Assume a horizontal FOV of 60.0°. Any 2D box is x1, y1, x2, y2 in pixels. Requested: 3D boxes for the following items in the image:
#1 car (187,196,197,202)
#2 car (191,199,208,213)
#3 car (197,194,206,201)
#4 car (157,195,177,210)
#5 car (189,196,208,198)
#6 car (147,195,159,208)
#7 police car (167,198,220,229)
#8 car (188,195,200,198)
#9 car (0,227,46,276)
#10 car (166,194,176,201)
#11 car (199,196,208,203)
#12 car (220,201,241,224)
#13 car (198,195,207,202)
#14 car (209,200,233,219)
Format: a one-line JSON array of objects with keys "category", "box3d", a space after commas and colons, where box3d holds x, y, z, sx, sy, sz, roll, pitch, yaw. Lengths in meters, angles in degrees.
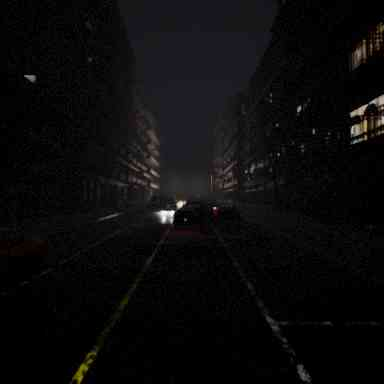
[{"category": "car", "box3d": [-0.011, 1.486, 72.280, 1.994, 1.385, 4.181, 0, 0, 0]}, {"category": "car", "box3d": [0.820, 1.525, 37.562, 1.812, 1.442, 4.674, 0, 0, 0]}, {"category": "car", "box3d": [2.541, 1.437, 91.261, 2.192, 1.841, 5.009, 1, 0, 0]}, {"category": "car", "box3d": [-2.848, 1.496, 42.355, 2.128, 1.511, 4.902, 0, 0, 0]}, {"category": "car", "box3d": [0.820, 1.471, 31.559, 1.882, 1.535, 5.008, 0, 0, 0]}, {"category": "car", "box3d": [-5.303, 1.537, 46.906, 1.752, 1.417, 4.829, 2, 0, 0]}, {"category": "police car", "box3d": [0.272, 1.415, 21.940, 1.930, 1.638, 5.238, 0, 0, 15]}, {"category": "car", "box3d": [-0.009, 1.628, 57.303, 1.895, 1.301, 4.718, 0, 0, 0]}, {"category": "car", "box3d": [-5.295, 1.519, 8.198, 1.752, 1.417, 4.829, 2, 0, 0]}, {"category": "car", "box3d": [-5.304, 1.418, 85.789, 2.192, 1.841, 5.009, 1, 0, 0]}, {"category": "car", "box3d": [2.573, 1.613, 74.667, 1.887, 1.381, 4.507, 1, 0, 0]}, {"category": "car", "box3d": [2.581, 1.535, 24.891, 1.887, 1.381, 4.507, 1, 0, 0]}, {"category": "car", "box3d": [2.582, 1.525, 80.199, 1.967, 1.590, 4.097, 1, 0, 0]}, {"category": "car", "box3d": [2.580, 1.518, 30.593, 1.752, 1.417, 4.829, 1, 0, 0]}]
